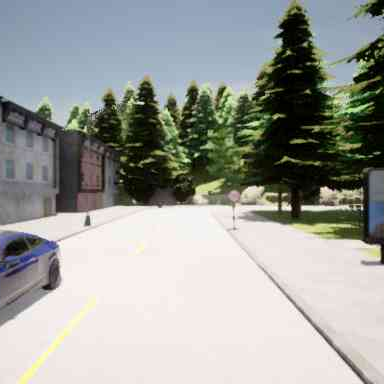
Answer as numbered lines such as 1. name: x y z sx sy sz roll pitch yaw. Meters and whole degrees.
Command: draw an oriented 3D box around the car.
1. car: -4.057 1.525 6.397 1.812 1.442 4.674 0 0 0
